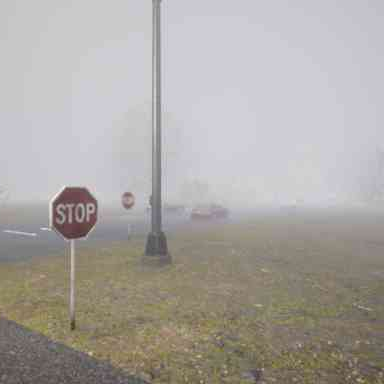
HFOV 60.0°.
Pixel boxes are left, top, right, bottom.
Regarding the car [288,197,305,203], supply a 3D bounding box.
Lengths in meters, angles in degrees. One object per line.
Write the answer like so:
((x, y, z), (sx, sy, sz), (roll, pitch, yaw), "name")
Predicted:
((23.246, 1.750, 73.932), (2.033, 1.411, 5.357), (0, 0, 34), "car")

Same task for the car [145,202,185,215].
((-2.827, 1.697, 35.098), (1.895, 1.301, 4.718), (0, 0, 34), "car")

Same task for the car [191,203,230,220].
((1.698, 1.664, 29.258), (1.994, 1.385, 4.181), (0, 0, 34), "car")

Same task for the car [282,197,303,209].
((14.628, 1.695, 48.518), (1.812, 1.442, 4.674), (0, 0, 34), "car")

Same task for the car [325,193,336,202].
((36.621, 1.769, 87.550), (1.812, 1.442, 4.674), (0, 0, 34), "car")
